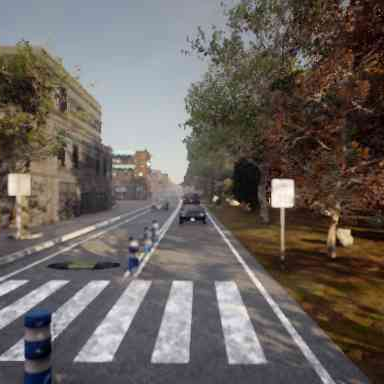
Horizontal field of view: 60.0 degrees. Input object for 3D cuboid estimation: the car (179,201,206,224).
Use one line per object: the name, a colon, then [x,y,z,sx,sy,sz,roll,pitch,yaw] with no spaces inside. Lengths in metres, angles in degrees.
car: [0.035,1.563,24.617,1.895,1.301,4.718,0,0,0]

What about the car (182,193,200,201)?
car: [-0.084,1.126,42.928,2.150,2.045,5.566,0,0,-1]

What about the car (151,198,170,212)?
car: [-3.480,1.413,37.282,2.128,1.511,4.902,0,0,0]
